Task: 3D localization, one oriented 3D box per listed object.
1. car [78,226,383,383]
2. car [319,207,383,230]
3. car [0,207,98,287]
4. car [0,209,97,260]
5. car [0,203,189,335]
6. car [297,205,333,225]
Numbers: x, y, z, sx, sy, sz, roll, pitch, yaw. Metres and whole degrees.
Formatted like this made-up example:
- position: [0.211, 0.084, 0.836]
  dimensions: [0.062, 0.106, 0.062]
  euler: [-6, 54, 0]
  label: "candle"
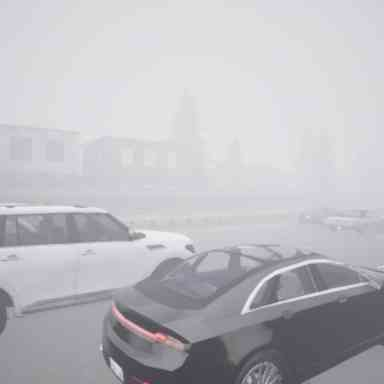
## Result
- position: [1.246, 1.503, 4.633]
  dimensions: [4.902, 1.511, 2.128]
  euler: [0, 0, -35]
  label: "car"
- position: [9.778, 1.660, 19.315]
  dimensions: [4.718, 1.301, 1.895]
  euler: [0, 0, -35]
  label: "car"
- position: [-5.059, 1.355, 8.735]
  dimensions: [4.553, 1.767, 2.097]
  euler: [0, 0, -35]
  label: "car"
- position: [-6.269, 1.484, 12.171]
  dimensions: [5.008, 1.535, 1.882]
  euler: [0, 0, -35]
  label: "car"
- position: [-2.401, 1.227, 6.332]
  dimensions: [5.566, 2.045, 2.150]
  euler: [0, 0, -35]
  label: "car"
- position: [9.281, 1.629, 23.259]
  dimensions: [4.181, 1.385, 1.994]
  euler: [0, 0, -35]
  label: "car"
